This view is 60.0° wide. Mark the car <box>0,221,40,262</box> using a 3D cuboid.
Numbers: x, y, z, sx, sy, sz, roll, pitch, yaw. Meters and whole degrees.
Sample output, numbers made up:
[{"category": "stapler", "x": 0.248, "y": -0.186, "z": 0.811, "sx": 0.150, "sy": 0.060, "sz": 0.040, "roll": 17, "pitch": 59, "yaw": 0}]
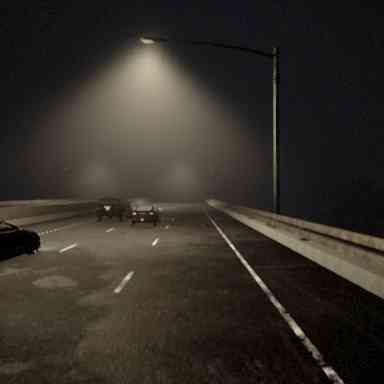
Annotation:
[{"category": "car", "x": -6.897, "y": 1.667, "z": 11.273, "sx": 1.994, "sy": 1.385, "sz": 4.181, "roll": 0, "pitch": -1, "yaw": 0}]

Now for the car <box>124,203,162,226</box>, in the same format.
[{"category": "car", "x": -3.391, "y": 1.719, "z": 25.171, "sx": 2.128, "sy": 1.511, "sz": 4.902, "roll": 0, "pitch": -1, "yaw": 0}]

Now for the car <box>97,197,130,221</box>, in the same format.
[{"category": "car", "x": -6.890, "y": 1.490, "z": 29.898, "sx": 2.150, "sy": 2.045, "sz": 5.566, "roll": 0, "pitch": -1, "yaw": 0}]
